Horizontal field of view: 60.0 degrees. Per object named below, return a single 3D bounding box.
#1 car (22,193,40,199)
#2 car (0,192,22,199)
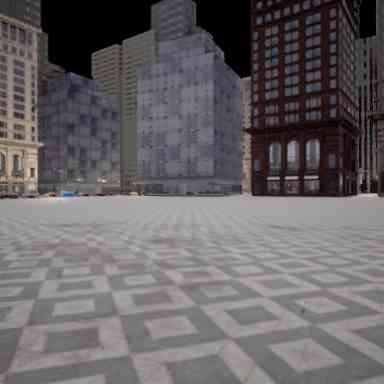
[{"bbox_3d":[-40.864,1.040,83.395,2.008,1.369,4.403,1,1,36],"label":"car"},{"bbox_3d":[-44.035,0.872,78.947,2.192,1.841,5.009,1,1,36],"label":"car"}]
